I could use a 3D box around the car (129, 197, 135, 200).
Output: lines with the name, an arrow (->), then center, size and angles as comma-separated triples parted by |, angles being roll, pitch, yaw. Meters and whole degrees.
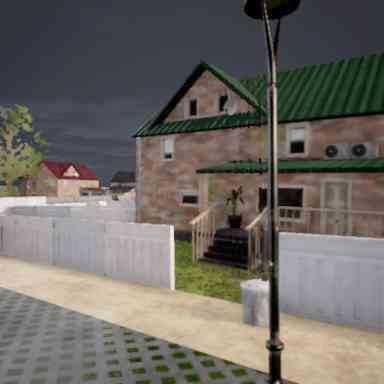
car -> -10.970, 1.697, 65.300 | 2.033, 1.411, 5.357 | 2, 1, 19
